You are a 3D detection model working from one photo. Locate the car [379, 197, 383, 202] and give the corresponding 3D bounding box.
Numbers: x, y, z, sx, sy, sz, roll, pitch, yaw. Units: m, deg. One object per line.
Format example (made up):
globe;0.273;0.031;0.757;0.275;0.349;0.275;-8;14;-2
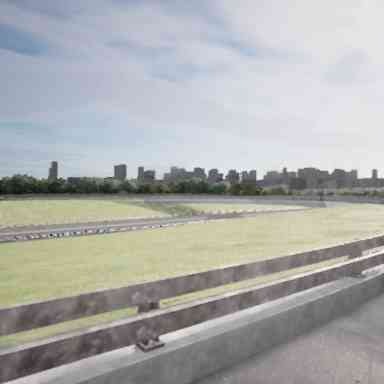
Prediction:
car;42.293;1.677;72.318;2.033;1.411;5.357;-1;0;5
